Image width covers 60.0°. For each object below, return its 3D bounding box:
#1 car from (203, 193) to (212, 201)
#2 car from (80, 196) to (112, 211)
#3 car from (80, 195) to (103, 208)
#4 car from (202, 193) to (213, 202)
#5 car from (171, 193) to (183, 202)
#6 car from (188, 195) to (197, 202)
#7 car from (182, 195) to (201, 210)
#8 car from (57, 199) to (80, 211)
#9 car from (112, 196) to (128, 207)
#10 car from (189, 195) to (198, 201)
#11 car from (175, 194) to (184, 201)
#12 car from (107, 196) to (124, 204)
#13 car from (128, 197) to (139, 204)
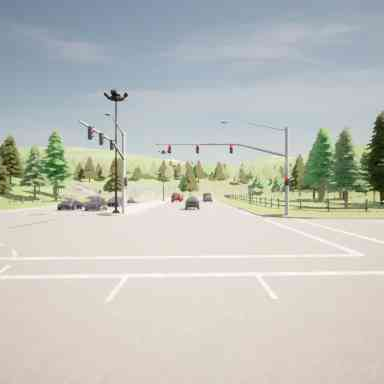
[{"bbox_3d":[3.820,1.166,84.439,2.150,2.045,5.566,0,0,2],"label":"car"},{"bbox_3d":[-11.570,1.505,40.415,1.837,1.490,4.892,0,0,0],"label":"car"},{"bbox_3d":[-15.056,1.352,50.034,2.097,1.767,4.553,0,0,0],"label":"car"},{"bbox_3d":[3.591,1.536,73.814,2.033,1.411,5.357,0,0,1],"label":"car"},{"bbox_3d":[-3.409,1.221,73.853,2.150,2.045,5.566,0,0,1],"label":"car"},{"bbox_3d":[0.095,1.475,74.233,1.882,1.535,5.008,0,0,1],"label":"car"},{"bbox_3d":[0.032,1.504,43.214,1.837,1.490,4.892,0,0,0],"label":"car"},{"bbox_3d":[-15.058,1.564,41.249,1.994,1.385,4.181,0,0,1],"label":"car"},{"bbox_3d":[-11.561,1.547,50.306,2.033,1.411,5.357,0,0,0],"label":"car"},{"bbox_3d":[0.321,1.466,84.503,2.128,1.511,4.902,0,0,2],"label":"car"},{"bbox_3d":[-3.178,1.419,84.598,1.882,1.535,5.008,0,0,2],"label":"car"},{"bbox_3d":[-14.979,1.492,65.128,2.128,1.511,4.902,0,0,1],"label":"car"},{"bbox_3d":[-11.492,1.601,64.558,1.895,1.301,4.718,0,0,1],"label":"car"}]
